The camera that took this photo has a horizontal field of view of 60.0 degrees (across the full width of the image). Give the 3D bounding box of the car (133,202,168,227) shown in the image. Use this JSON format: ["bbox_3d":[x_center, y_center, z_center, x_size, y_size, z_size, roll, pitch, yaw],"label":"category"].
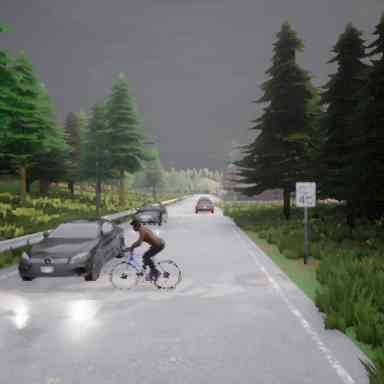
[{"bbox_3d":[-2.783,1.489,23.011,2.128,1.511,4.902,0,0,2],"label":"car"}]

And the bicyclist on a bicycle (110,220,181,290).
[{"bbox_3d":[-1.079,1.455,7.588,1.656,1.620,0.582,-2,0,2],"label":"bicyclist on a bicycle"}]

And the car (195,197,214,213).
[{"bbox_3d":[1.390,1.562,36.703,1.994,1.385,4.181,0,0,2],"label":"car"}]

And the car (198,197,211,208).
[{"bbox_3d":[1.798,1.502,48.557,1.837,1.490,4.892,0,0,3],"label":"car"}]

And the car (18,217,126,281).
[{"bbox_3d":[-3.266,1.525,10.014,1.812,1.442,4.674,0,0,2],"label":"car"}]
